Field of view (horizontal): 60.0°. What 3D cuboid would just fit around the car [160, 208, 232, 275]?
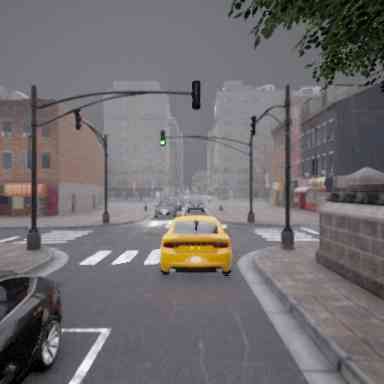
[{"bbox_3d":[0.128,1.475,10.487,1.882,1.535,5.008,0,0,1],"label":"car"}]

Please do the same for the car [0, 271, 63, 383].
[{"bbox_3d":[-2.637,1.564,2.968,1.947,1.339,4.313,0,0,0],"label":"car"}]

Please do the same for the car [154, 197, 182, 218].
[{"bbox_3d":[-2.287,1.470,29.967,2.128,1.511,4.902,0,0,0],"label":"car"}]

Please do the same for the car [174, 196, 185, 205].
[{"bbox_3d":[-2.214,1.461,60.164,1.837,1.490,4.892,0,0,0],"label":"car"}]

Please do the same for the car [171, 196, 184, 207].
[{"bbox_3d":[-2.285,1.324,39.902,2.097,1.767,4.553,0,0,0],"label":"car"}]

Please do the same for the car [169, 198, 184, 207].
[{"bbox_3d":[-2.271,1.566,49.963,1.895,1.301,4.718,0,0,0],"label":"car"}]

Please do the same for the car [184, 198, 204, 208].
[{"bbox_3d":[0.409,1.521,37.559,2.033,1.411,5.357,0,0,0],"label":"car"}]
